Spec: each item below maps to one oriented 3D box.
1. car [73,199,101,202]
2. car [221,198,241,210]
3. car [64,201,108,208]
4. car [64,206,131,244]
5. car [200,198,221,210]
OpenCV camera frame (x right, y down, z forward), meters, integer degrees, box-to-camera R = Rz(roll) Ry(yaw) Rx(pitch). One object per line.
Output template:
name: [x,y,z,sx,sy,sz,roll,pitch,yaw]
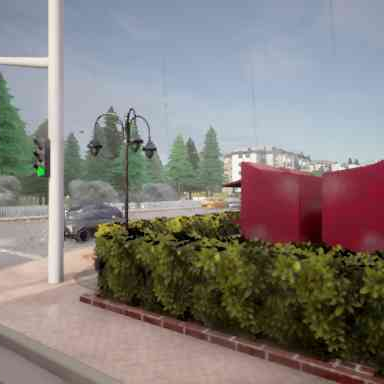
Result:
car: [-9.361,1.407,28.100,2.097,1.767,4.553,0,0,36]
car: [6.311,1.547,43.696,2.128,1.511,4.902,0,0,36]
car: [-7.303,1.619,24.980,1.994,1.385,4.181,0,0,36]
car: [-4.731,1.620,16.435,1.994,1.385,4.181,0,0,36]
car: [3.054,1.533,45.174,1.882,1.535,5.008,0,0,36]
